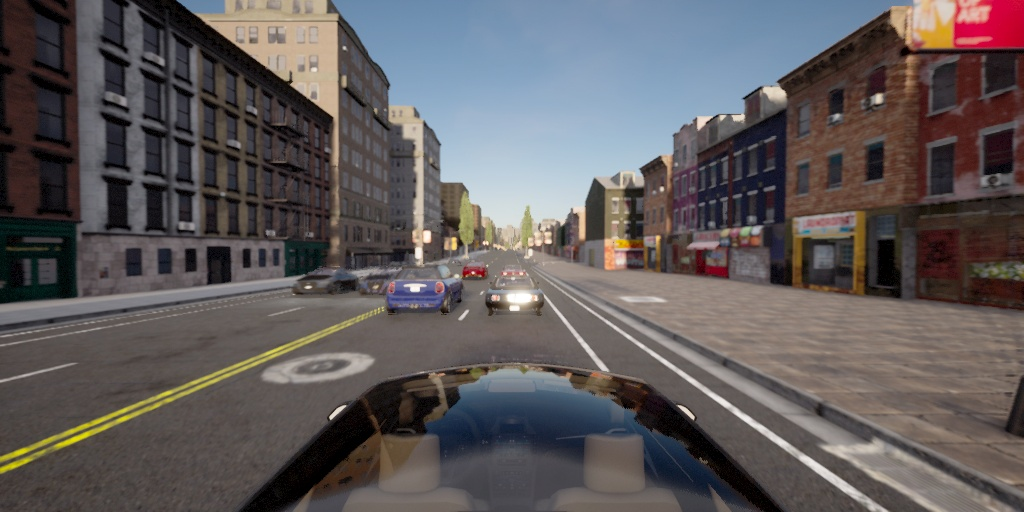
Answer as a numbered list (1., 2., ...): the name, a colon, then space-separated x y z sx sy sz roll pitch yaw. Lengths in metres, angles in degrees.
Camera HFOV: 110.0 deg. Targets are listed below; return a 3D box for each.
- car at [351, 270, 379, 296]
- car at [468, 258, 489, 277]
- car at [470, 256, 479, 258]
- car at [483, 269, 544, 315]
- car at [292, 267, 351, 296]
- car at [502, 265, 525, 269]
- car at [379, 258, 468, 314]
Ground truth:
1. car: -6.599 1.315 19.315 1.994 1.385 4.181 0 0 0
2. car: -3.153 1.207 31.596 1.882 1.535 5.008 0 0 0
3. car: -6.498 0.808 61.579 2.128 1.511 4.902 0 0 0
4. car: 0.094 1.351 13.472 1.895 1.301 4.718 0 0 0
5. car: -9.849 1.315 19.323 1.994 1.385 4.181 0 0 0
6. car: 0.095 1.338 28.664 1.895 1.301 4.718 0 0 0
7. car: -3.159 1.102 13.832 2.097 1.767 4.553 0 0 0
